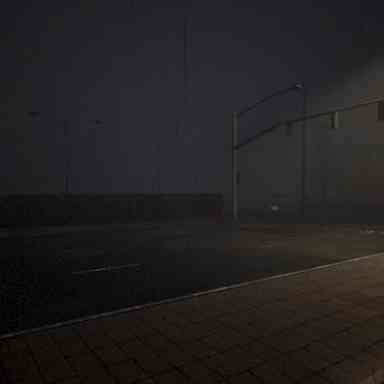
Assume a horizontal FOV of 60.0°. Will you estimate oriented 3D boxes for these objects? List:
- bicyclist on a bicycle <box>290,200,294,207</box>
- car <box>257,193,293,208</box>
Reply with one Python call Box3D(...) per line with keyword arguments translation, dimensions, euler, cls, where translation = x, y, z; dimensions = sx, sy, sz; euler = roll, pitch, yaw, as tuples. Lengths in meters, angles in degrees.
Box3D(translation=(14.407, 1.453, 49.132), dimensions=(1.656, 1.620, 0.582), euler=(0, 0, -22), cls="bicyclist on a bicycle")
Box3D(translation=(12.134, 1.220, 48.901), dimensions=(2.150, 2.045, 5.566), euler=(0, 0, -33), cls="car")
